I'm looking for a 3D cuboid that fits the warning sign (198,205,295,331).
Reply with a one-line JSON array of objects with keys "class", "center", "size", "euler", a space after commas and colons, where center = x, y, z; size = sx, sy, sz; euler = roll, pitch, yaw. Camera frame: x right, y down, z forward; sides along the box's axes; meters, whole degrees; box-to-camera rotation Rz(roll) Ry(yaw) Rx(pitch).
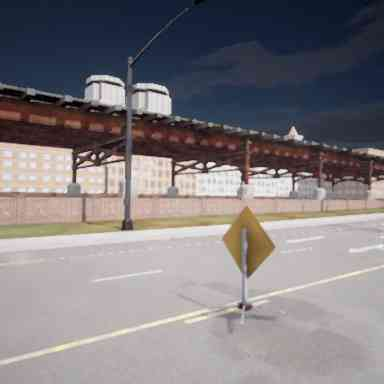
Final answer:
[{"class": "warning sign", "center": [0.931, 1.165, 5.837], "size": [1.060, 1.860, 1.300], "euler": [1, -1, -35]}]
